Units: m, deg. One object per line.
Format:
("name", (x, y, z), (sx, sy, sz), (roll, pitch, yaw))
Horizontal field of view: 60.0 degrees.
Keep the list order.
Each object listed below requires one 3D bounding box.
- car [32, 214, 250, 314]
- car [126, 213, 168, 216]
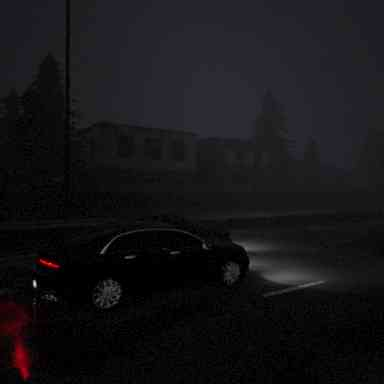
("car", (-0.850, 1.422, 7.417), (4.892, 1.490, 1.837), (0, 1, -34))
("car", (-1.160, 1.424, 11.433), (5.357, 1.411, 2.033), (0, 1, -34))
